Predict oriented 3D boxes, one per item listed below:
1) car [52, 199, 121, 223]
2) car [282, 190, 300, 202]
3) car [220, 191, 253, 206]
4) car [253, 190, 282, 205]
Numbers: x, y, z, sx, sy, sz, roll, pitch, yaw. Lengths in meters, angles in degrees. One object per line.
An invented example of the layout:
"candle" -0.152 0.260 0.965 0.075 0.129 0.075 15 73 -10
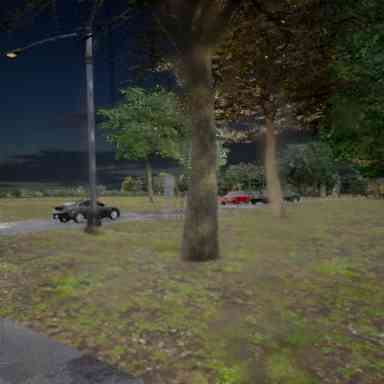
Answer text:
"car" -7.131 1.282 22.939 1.837 1.490 4.892 -2 -1 36
"car" 16.238 0.687 55.691 2.150 2.045 5.566 -2 -1 36
"car" 6.203 0.887 47.766 2.150 2.045 5.566 -2 -1 36
"car" 10.294 0.747 47.287 2.150 2.045 5.566 -2 -1 36
